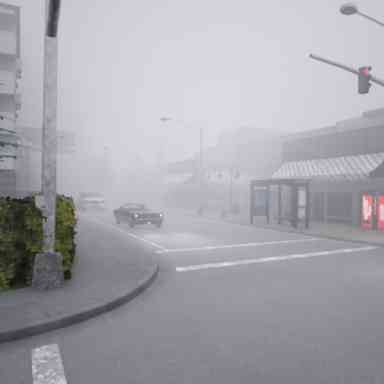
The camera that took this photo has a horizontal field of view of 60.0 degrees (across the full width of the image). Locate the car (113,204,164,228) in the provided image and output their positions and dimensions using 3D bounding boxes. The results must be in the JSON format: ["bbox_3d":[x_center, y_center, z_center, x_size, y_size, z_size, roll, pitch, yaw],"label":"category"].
[{"bbox_3d":[-3.370,1.390,20.417,1.895,1.301,4.718,1,0,-27],"label":"car"}]

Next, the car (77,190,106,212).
[{"bbox_3d":[-10.519,0.900,34.589,2.150,2.045,5.566,1,1,-27],"label":"car"}]
